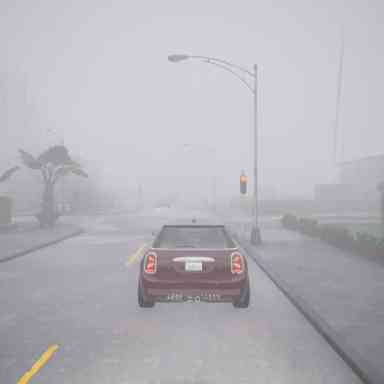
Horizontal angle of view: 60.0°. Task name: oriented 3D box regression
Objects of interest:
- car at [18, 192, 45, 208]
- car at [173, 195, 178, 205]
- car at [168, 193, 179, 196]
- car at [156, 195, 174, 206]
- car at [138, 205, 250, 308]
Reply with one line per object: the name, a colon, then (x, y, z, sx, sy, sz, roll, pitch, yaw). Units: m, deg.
car: (-19.721, 0.985, 41.964, 1.905, 1.878, 3.866, 0, 0, 35)
car: (-4.022, 1.601, 57.801, 1.895, 1.301, 4.718, 0, 0, 0)
car: (-3.943, 1.221, 68.195, 2.150, 2.045, 5.566, 0, 0, 1)
car: (-4.052, 1.564, 47.899, 1.994, 1.385, 4.181, 0, 0, 0)
car: (0.052, 1.352, 8.086, 2.097, 1.767, 4.553, 0, 0, 1)
